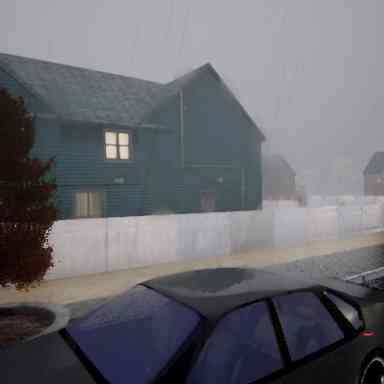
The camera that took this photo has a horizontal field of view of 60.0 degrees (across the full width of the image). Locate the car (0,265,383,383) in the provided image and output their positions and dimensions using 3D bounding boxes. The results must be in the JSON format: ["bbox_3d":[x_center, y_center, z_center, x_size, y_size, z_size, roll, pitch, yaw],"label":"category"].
[{"bbox_3d":[0.183,1.544,3.199,5.357,1.411,2.033,0,0,-35],"label":"car"}]
